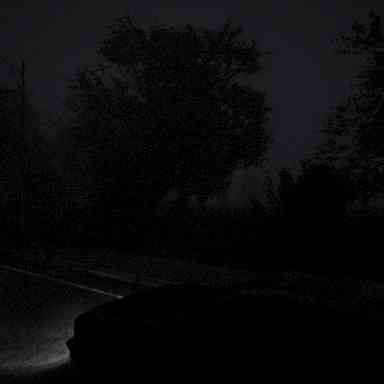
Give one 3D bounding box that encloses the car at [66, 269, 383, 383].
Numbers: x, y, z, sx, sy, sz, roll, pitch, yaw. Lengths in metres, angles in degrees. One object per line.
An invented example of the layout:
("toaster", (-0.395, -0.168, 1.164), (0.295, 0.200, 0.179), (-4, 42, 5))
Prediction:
("car", (1.091, 1.548, 3.212), (5.357, 1.411, 2.033), (0, 0, 35))
